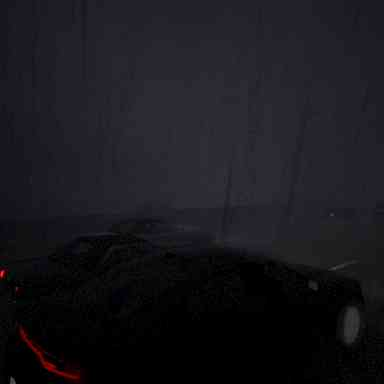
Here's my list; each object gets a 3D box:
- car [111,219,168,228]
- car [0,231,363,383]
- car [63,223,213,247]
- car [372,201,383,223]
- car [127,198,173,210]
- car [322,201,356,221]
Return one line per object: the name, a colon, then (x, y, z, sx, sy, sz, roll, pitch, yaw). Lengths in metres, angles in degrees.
car: (-1.408, 1.600, 11.895, 4.718, 1.301, 1.895, 0, 0, -40)
car: (0.401, 1.473, 4.419, 5.008, 1.535, 1.882, 0, 0, -38)
car: (-1.433, 1.604, 7.328, 4.718, 1.301, 1.895, 0, 0, -38)
car: (14.169, 1.398, 23.741, 2.128, 1.511, 4.902, 0, 0, 36)
car: (-3.623, 1.137, 29.199, 1.812, 1.442, 4.674, 0, 0, 41)
car: (11.519, 1.445, 26.011, 1.812, 1.442, 4.674, 0, 0, 36)
